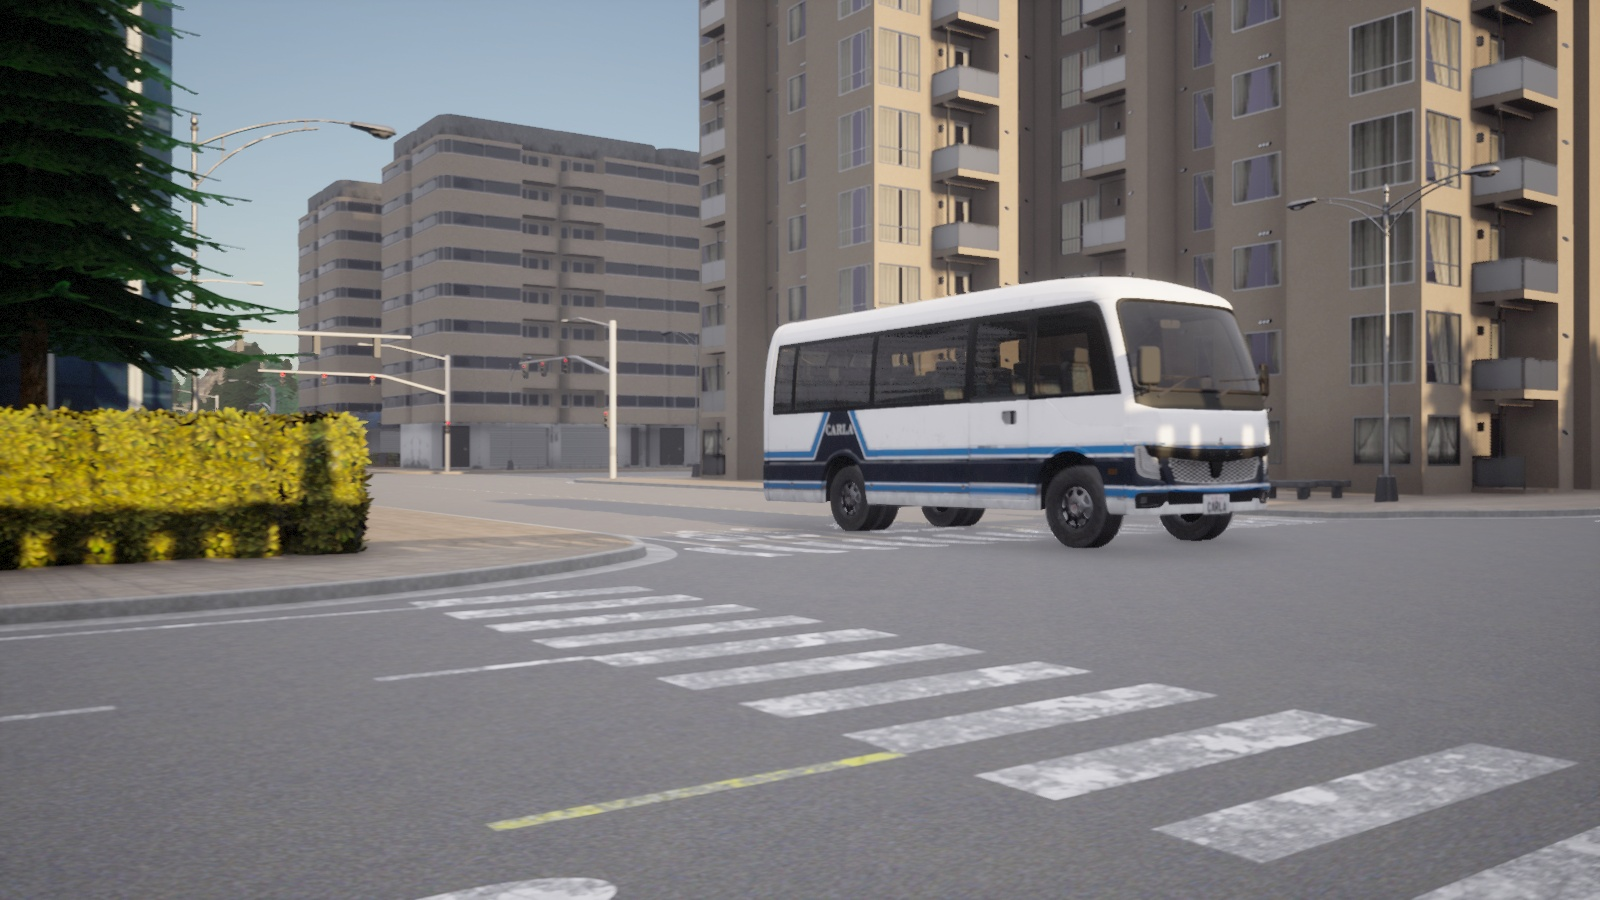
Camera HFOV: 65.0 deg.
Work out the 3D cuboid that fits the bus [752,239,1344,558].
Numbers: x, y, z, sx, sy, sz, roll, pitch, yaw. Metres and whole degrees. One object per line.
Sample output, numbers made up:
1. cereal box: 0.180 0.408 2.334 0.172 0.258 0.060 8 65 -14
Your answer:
1. bus: 3.627 -0.632 22.068 3.944 4.253 10.273 0 -1 -35
